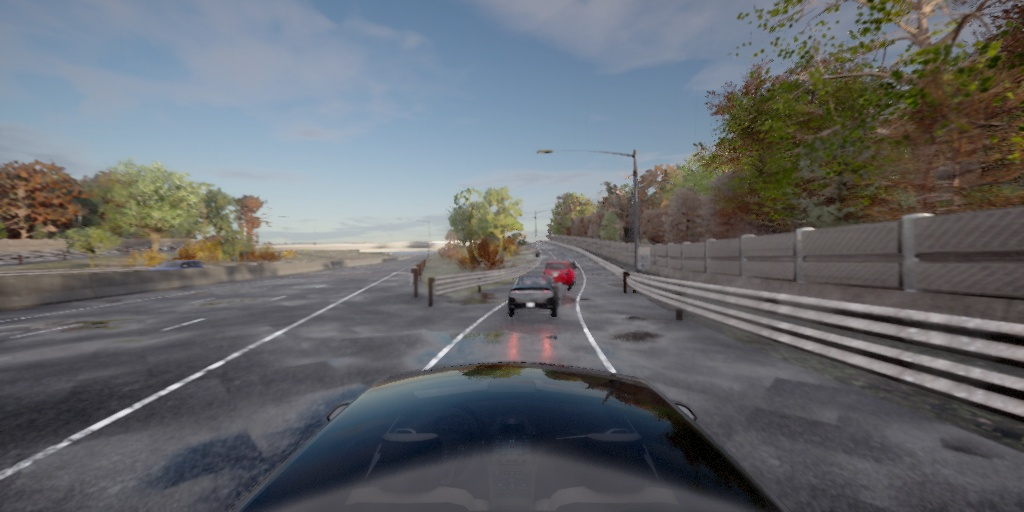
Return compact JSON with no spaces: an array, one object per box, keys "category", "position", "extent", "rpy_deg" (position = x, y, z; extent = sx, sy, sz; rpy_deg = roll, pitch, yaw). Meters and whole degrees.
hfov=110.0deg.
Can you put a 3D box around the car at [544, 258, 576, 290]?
[{"category":"car","position":[3.601,1.408,27.307],"extent":[2.150,2.045,5.566],"rpy_deg":[-1,-1,13]}]

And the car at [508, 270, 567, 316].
[{"category":"car","position":[1.028,1.513,14.853],"extent":[2.128,1.511,4.902],"rpy_deg":[-1,-1,9]}]

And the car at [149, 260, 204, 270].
[{"category":"car","position":[-31.686,1.446,33.948],"extent":[2.150,2.045,5.566],"rpy_deg":[-1,0,-13]}]

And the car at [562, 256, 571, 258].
[{"category":"car","position":[8.559,1.127,54.043],"extent":[1.882,1.535,5.008],"rpy_deg":[-1,2,7]}]
